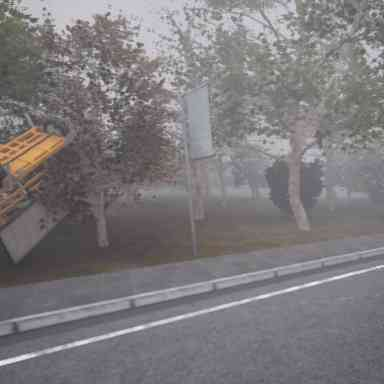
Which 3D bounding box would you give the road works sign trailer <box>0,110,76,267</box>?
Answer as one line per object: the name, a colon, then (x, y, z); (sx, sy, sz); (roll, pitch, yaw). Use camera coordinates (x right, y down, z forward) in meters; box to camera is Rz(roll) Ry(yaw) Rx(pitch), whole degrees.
road works sign trailer: (-4.559, -0.050, 8.823); (2.880, 3.560, 2.380); (14, 40, 16)
